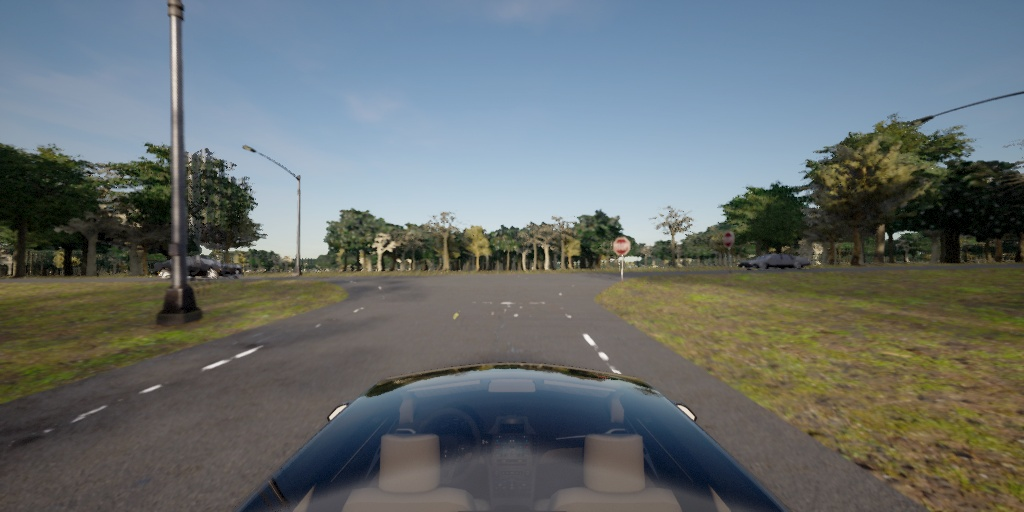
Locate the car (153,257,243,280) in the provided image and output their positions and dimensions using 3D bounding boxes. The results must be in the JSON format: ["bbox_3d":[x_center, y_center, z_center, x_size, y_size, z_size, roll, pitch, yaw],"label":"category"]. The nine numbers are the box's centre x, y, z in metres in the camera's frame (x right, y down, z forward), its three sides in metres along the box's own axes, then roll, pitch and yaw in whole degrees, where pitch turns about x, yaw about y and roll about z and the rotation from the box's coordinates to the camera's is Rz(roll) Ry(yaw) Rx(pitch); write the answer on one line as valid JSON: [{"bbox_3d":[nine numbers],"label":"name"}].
[{"bbox_3d":[-20.636,0.800,23.705,5.008,1.535,1.882,-1,-2,1],"label":"car"}]

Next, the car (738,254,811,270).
[{"bbox_3d":[22.636,0.508,31.022,5.357,1.411,2.033,-1,-2,-1],"label":"car"}]
